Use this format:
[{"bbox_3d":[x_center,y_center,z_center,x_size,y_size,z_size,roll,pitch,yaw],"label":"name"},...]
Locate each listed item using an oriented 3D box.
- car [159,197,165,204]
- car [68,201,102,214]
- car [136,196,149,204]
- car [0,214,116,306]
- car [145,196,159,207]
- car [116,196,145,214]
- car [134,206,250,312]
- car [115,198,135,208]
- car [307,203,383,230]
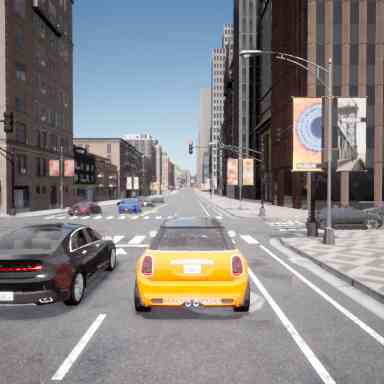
[{"bbox_3d":[-6.543,1.593,65.726,1.994,1.385,4.181,0,0,1],"label":"car"},{"bbox_3d":[-10.240,1.575,32.075,1.994,1.385,4.181,0,0,7],"label":"car"},{"bbox_3d":[-9.788,1.537,65.652,1.837,1.490,4.892,0,-1,1],"label":"car"},{"bbox_3d":[-3.154,1.504,8.008,1.837,1.490,4.892,0,0,0],"label":"car"},{"bbox_3d":[-6.597,1.512,49.058,2.128,1.511,4.902,0,0,0],"label":"car"},{"bbox_3d":[-6.603,1.493,35.877,1.882,1.535,5.008,0,0,0],"label":"car"},{"bbox_3d":[0.010,1.351,7.864,2.097,1.767,4.553,0,0,0],"label":"car"},{"bbox_3d":[-9.855,1.626,49.310,1.895,1.301,4.718,0,0,0],"label":"car"},{"bbox_3d":[9.312,1.541,20.431,4.181,1.385,1.994,0,1,2],"label":"car"}]
